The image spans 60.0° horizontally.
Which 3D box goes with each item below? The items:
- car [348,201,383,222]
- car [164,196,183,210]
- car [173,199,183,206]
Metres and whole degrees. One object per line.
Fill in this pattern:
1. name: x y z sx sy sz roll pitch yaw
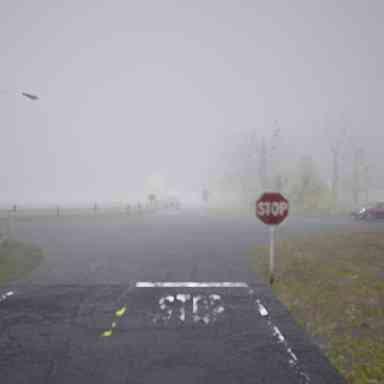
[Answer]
1. car: 15.391 1.499 27.472 4.553 1.767 2.097 0 -1 -4
2. car: -2.925 1.627 50.384 2.150 2.045 5.566 0 -1 0
3. car: -2.811 2.123 67.231 1.895 1.301 4.718 0 0 0
